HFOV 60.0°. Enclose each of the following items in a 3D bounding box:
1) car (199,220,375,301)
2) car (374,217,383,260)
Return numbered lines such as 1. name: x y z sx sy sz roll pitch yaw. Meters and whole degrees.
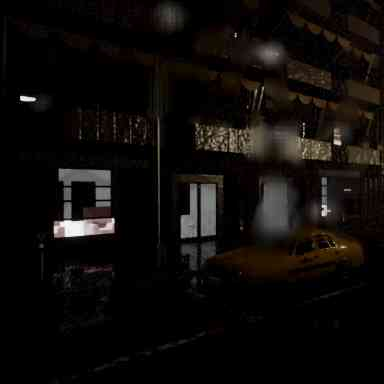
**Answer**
1. car: 2.408 1.526 8.296 4.829 1.417 1.752 0 0 -36
2. car: 7.039 1.547 11.611 4.507 1.381 1.887 0 0 -36
